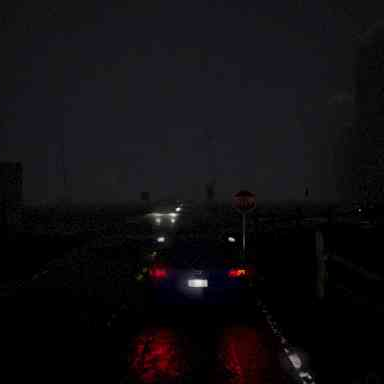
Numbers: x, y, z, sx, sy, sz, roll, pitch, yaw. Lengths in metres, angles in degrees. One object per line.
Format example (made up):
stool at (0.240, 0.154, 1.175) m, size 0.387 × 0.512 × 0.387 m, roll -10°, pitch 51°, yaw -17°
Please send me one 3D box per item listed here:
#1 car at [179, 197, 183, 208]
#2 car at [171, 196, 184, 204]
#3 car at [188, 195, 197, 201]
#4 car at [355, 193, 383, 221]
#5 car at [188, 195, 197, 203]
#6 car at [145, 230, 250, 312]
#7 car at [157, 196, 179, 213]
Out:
car at (-2.783, 1.362, 48.966) m, size 2.097 × 1.767 × 4.553 m, roll 0°, pitch 0°, yaw 0°
car at (-2.717, 1.572, 63.303) m, size 2.033 × 1.411 × 5.357 m, roll 0°, pitch 0°, yaw 1°
car at (0.081, 1.483, 79.386) m, size 1.994 × 1.385 × 4.181 m, roll 0°, pitch 0°, yaw 0°
car at (15.154, 0.958, 24.579) m, size 5.566 × 2.045 × 2.150 m, roll -1°, pitch 1°, yaw 0°
car at (0.070, 1.579, 68.961) m, size 2.033 × 1.411 × 5.357 m, roll 0°, pitch 0°, yaw 0°
car at (0.106, 1.562, 7.807) m, size 1.994 × 1.385 × 4.181 m, roll 0°, pitch 0°, yaw 0°
car at (-2.805, 1.481, 37.456) m, size 1.882 × 1.535 × 5.008 m, roll 0°, pitch 0°, yaw 0°
